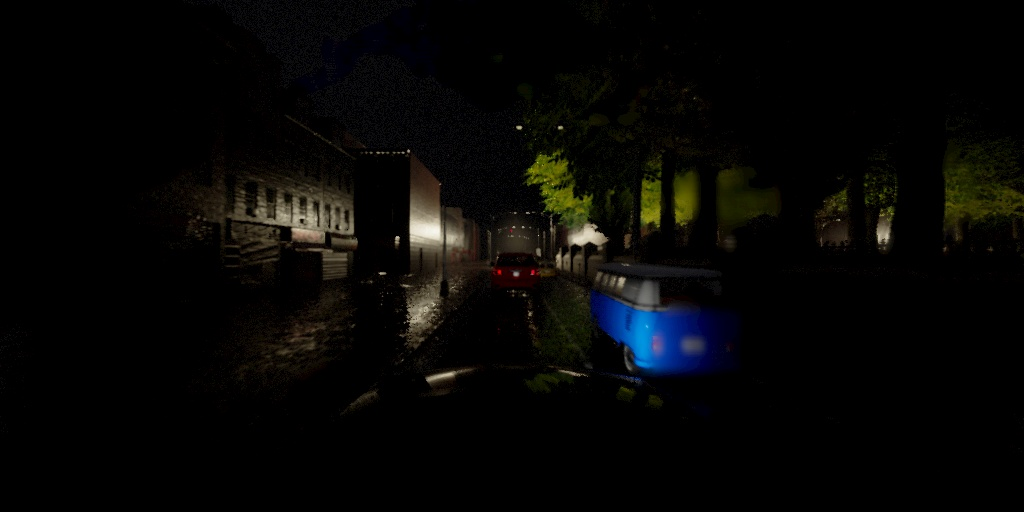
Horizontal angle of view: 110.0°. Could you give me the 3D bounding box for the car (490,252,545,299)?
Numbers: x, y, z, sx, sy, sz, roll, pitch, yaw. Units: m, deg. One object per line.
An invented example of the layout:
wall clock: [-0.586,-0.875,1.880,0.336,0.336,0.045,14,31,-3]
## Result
car: [0.112,0.862,17.539,2.150,2.045,5.566,0,0,-1]

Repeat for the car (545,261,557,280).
car: [2.639,1.102,29.046,1.751,1.417,4.829,0,0,0]

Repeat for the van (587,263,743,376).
van: [2.638,1.055,7.080,1.690,1.789,3.998,0,0,0]
